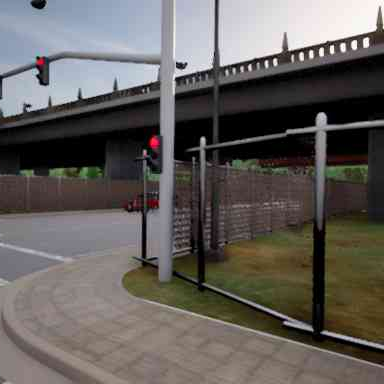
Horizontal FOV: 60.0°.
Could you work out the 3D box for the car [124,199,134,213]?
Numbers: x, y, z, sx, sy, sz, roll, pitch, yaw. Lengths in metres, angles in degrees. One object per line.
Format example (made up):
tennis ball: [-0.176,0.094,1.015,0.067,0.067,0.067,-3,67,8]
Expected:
car: [-3.988,0.965,32.111,2.150,2.045,5.566,1,1,35]
